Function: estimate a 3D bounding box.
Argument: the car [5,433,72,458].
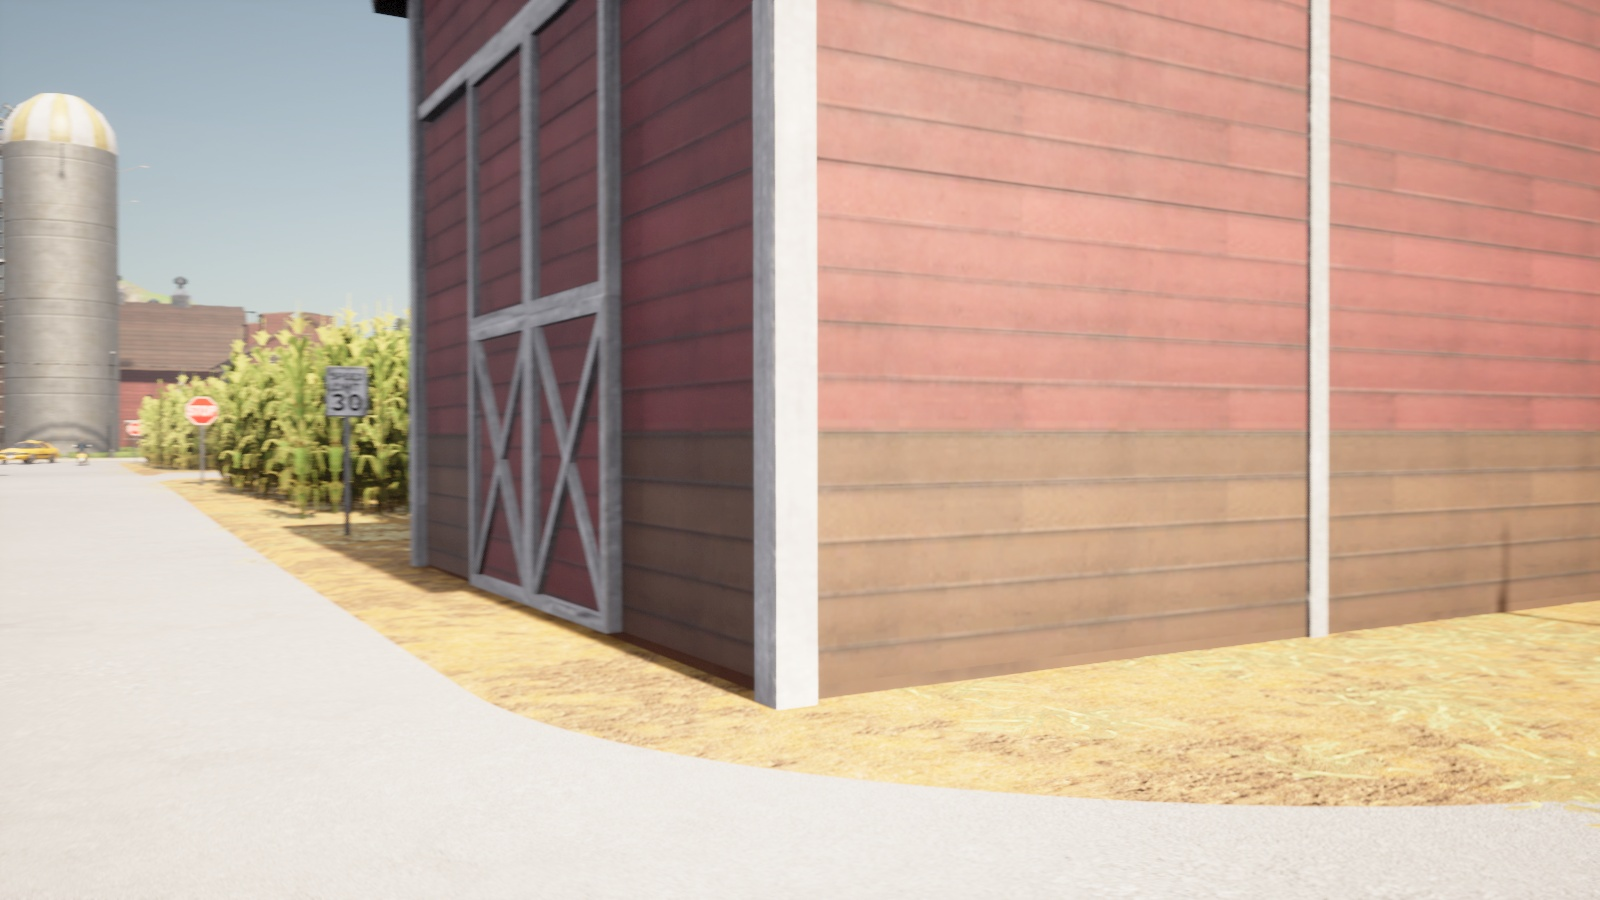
[{"bbox_3d":[-48.873,-0.300,80.724,1.801,1.575,5.366,0,1,-10],"label":"car"}]
